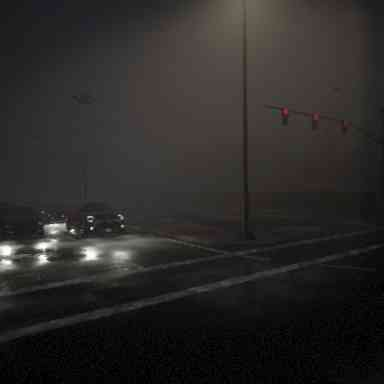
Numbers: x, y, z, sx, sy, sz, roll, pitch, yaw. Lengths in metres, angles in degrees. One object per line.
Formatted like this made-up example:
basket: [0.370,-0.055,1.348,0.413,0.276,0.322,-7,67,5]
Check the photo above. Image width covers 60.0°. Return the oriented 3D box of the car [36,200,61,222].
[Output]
car: [-10.317,1.549,25.444,1.994,1.385,4.181,-1,0,-34]

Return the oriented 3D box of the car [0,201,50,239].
car: [-9.229,1.484,17.715,1.882,1.535,5.008,-1,0,-35]

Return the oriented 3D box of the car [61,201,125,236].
car: [-5.416,1.325,18.358,2.097,1.767,4.553,-1,0,-35]

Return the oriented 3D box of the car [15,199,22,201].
car: [-14.654,1.497,25.554,1.882,1.535,5.008,-1,0,-35]

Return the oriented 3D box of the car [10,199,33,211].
car: [-21.240,1.574,41.336,1.994,1.385,4.181,-1,0,-34]

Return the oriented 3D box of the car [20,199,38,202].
car: [-15.580,1.545,33.048,2.033,1.411,5.357,-1,0,-35]

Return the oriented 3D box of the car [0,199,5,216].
car: [-20.330,1.537,33.785,1.837,1.490,4.892,-1,0,-34]
